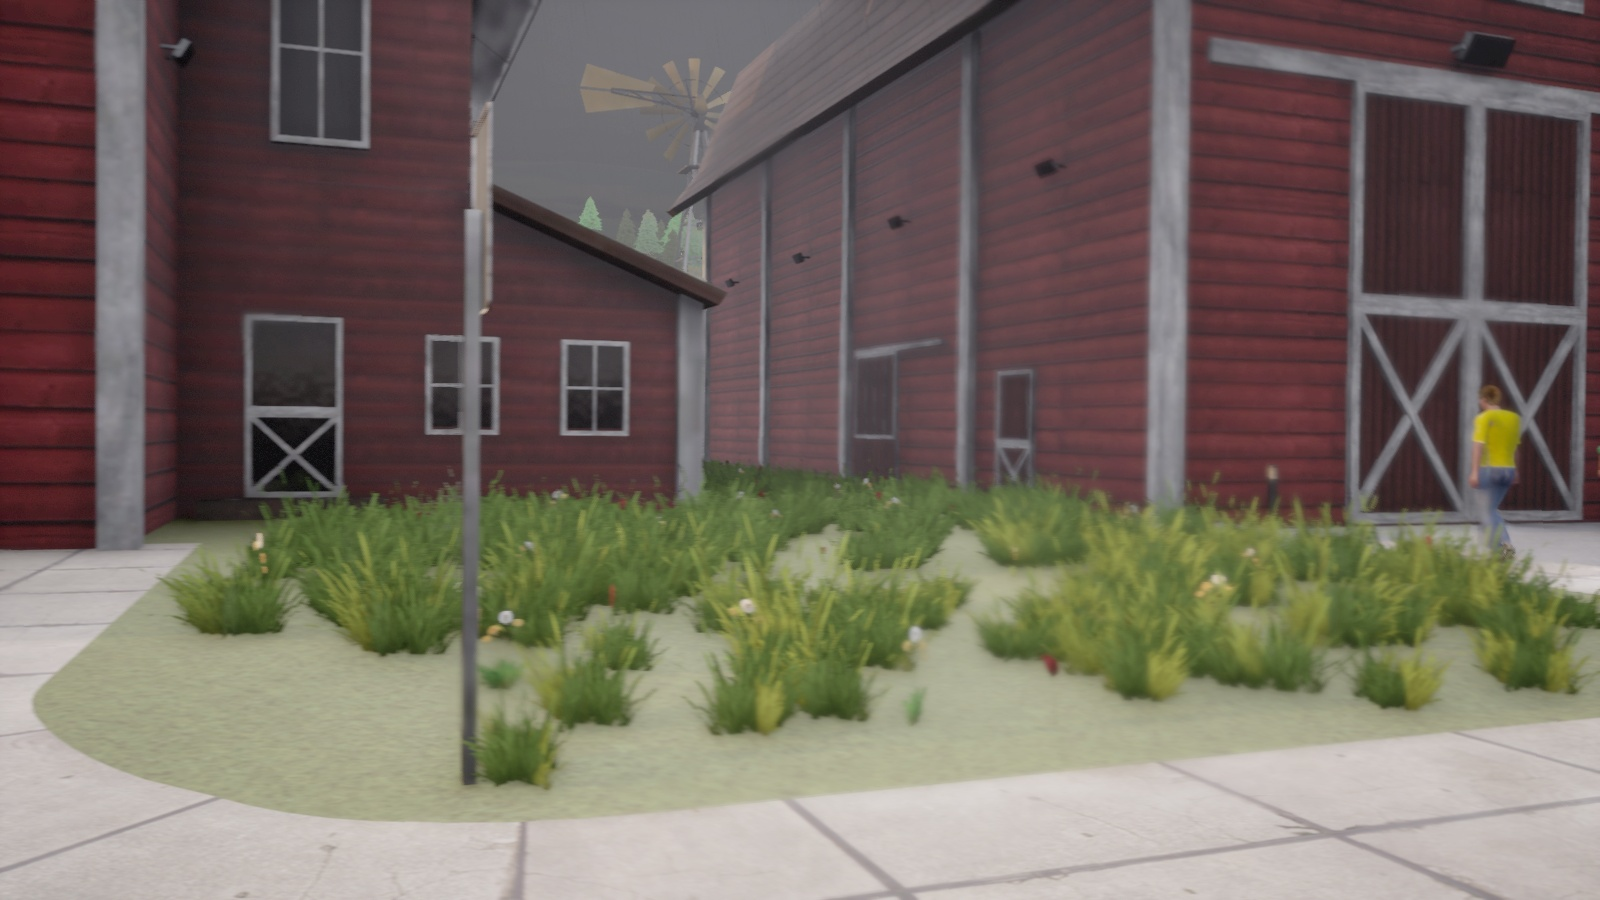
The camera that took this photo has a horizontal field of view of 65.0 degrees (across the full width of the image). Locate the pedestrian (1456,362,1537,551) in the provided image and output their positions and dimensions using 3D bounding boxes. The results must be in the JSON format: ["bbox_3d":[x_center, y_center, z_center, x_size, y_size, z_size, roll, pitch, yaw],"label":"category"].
[{"bbox_3d":[6.972,0.060,12.588,0.354,1.836,0.706,-1,1,-8],"label":"pedestrian"}]
